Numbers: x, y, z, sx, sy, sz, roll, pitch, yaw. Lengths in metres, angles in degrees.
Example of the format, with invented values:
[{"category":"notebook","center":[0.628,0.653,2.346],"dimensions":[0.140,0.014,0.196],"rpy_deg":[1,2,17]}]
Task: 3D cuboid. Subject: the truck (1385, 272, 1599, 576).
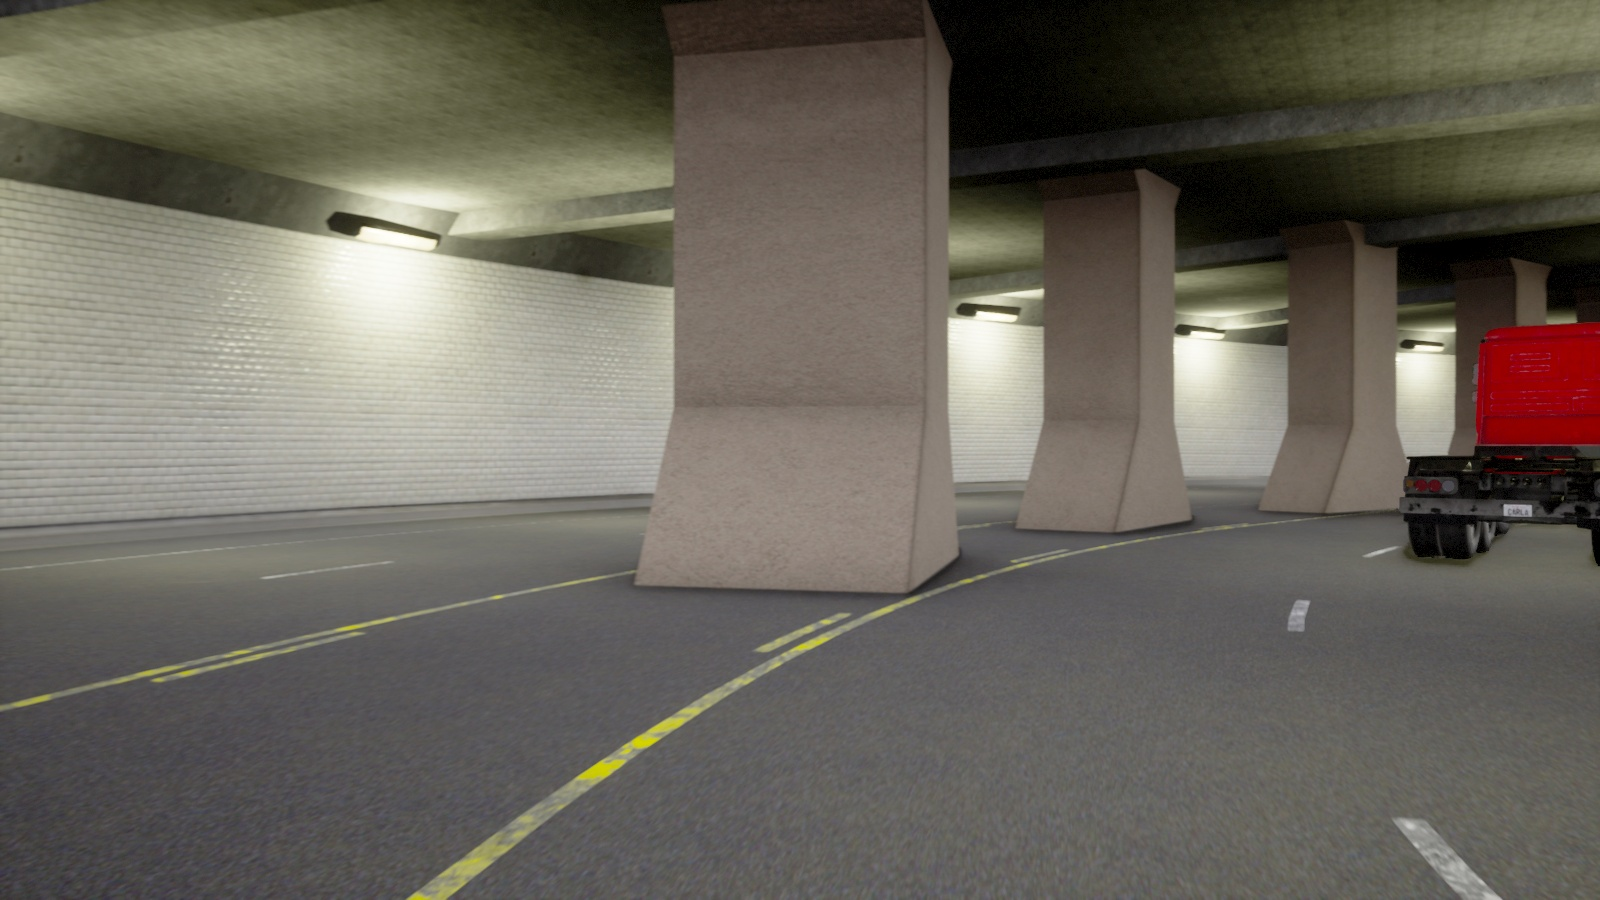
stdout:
[{"category":"truck","center":[10.882,-0.314,17.958],"dimensions":[2.891,3.462,7.936],"rpy_deg":[0,0,38]}]
